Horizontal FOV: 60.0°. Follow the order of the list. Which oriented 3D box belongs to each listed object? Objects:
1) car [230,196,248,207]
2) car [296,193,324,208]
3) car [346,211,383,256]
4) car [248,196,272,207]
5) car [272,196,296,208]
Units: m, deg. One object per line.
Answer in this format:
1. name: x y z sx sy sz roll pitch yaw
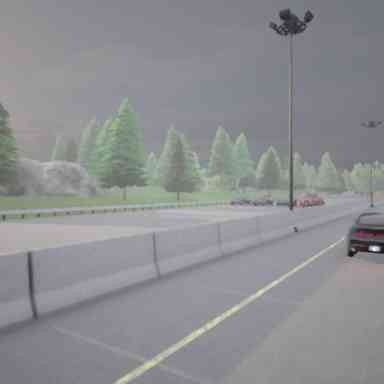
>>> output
1. car: 7.621 1.410 51.019 1.837 1.490 4.892 0 0 34
2. car: 16.304 1.122 45.133 2.150 2.045 5.566 0 0 34
3. car: 6.996 1.475 12.270 1.837 1.490 4.892 0 1 34
4. car: 10.565 1.407 49.129 1.837 1.490 4.892 0 0 34
5. car: 13.459 1.379 47.167 1.882 1.535 5.008 0 0 34
